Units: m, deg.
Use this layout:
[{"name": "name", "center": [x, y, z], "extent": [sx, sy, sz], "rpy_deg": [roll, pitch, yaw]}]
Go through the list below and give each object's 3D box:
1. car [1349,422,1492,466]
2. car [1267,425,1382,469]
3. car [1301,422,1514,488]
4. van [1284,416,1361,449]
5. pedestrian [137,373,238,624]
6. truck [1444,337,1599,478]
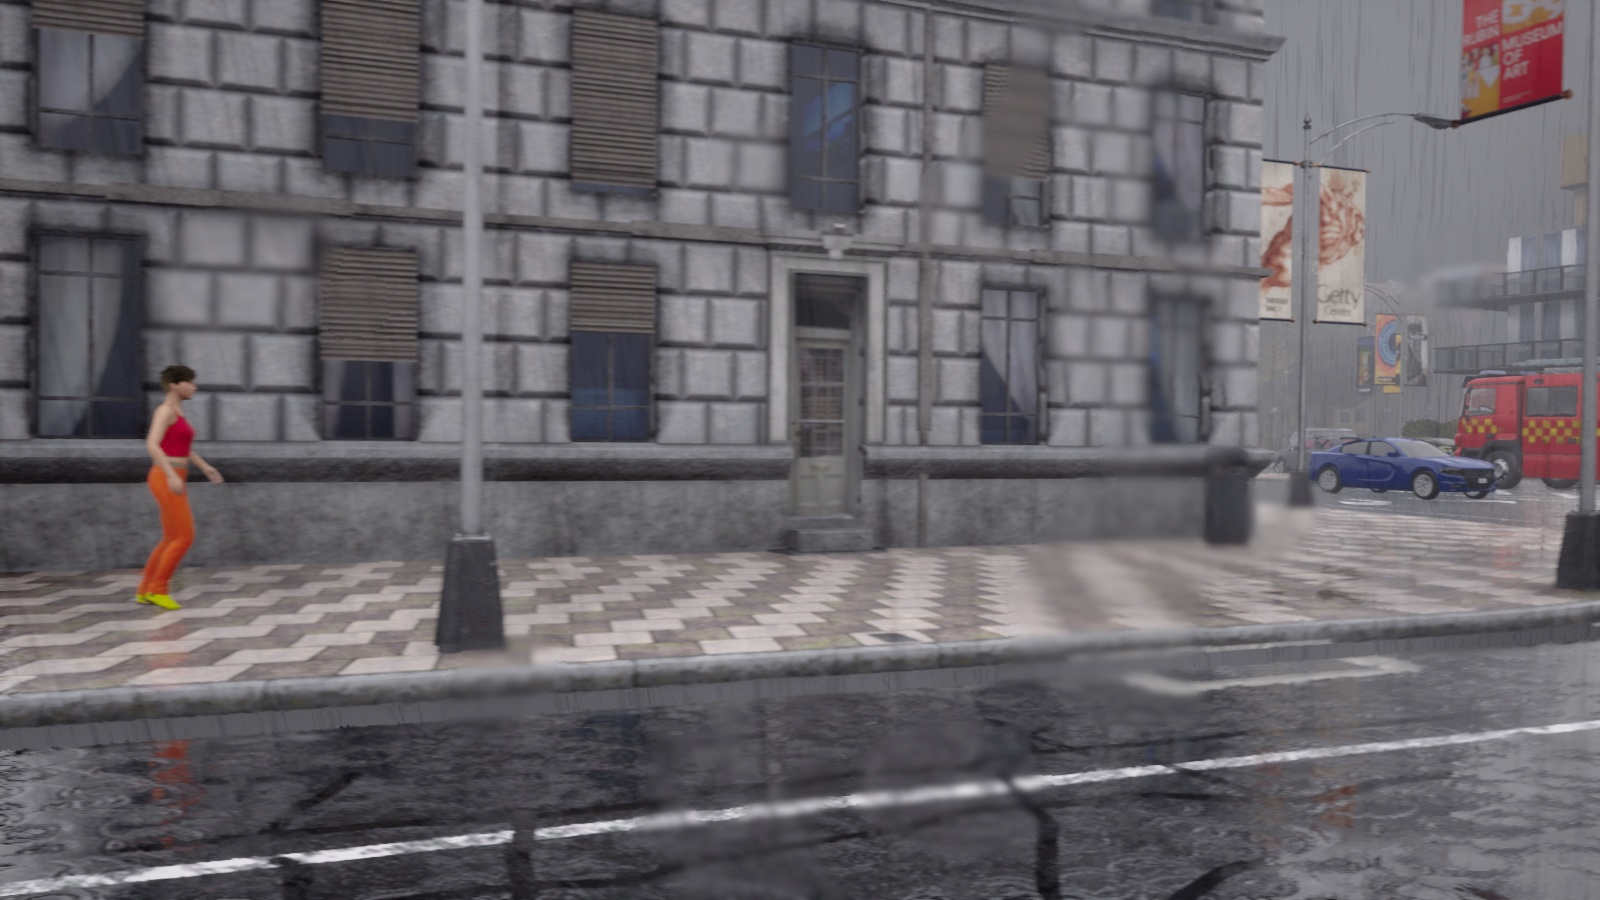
[{"name": "car", "center": [22.610, -0.248, 45.983], "extent": [2.007, 1.525, 4.514], "rpy_deg": [-1, 1, -21]}, {"name": "car", "center": [18.997, -0.136, 45.622], "extent": [1.845, 1.501, 3.633], "rpy_deg": [-1, 1, -21]}, {"name": "car", "center": [15.543, 0.080, 32.450], "extent": [1.882, 1.535, 5.008], "rpy_deg": [-1, 1, -21]}, {"name": "van", "center": [32.596, -1.076, 78.312], "extent": [4.442, 1.987, 1.775], "rpy_deg": [-1, 1, -22]}, {"name": "pedestrian", "center": [-4.584, 0.351, 9.420], "extent": [0.594, 1.836, 0.345], "rpy_deg": [-1, 1, -15]}, {"name": "truck", "center": [22.885, -1.193, 35.590], "extent": [2.891, 3.827, 8.468], "rpy_deg": [-1, 1, -21]}]
